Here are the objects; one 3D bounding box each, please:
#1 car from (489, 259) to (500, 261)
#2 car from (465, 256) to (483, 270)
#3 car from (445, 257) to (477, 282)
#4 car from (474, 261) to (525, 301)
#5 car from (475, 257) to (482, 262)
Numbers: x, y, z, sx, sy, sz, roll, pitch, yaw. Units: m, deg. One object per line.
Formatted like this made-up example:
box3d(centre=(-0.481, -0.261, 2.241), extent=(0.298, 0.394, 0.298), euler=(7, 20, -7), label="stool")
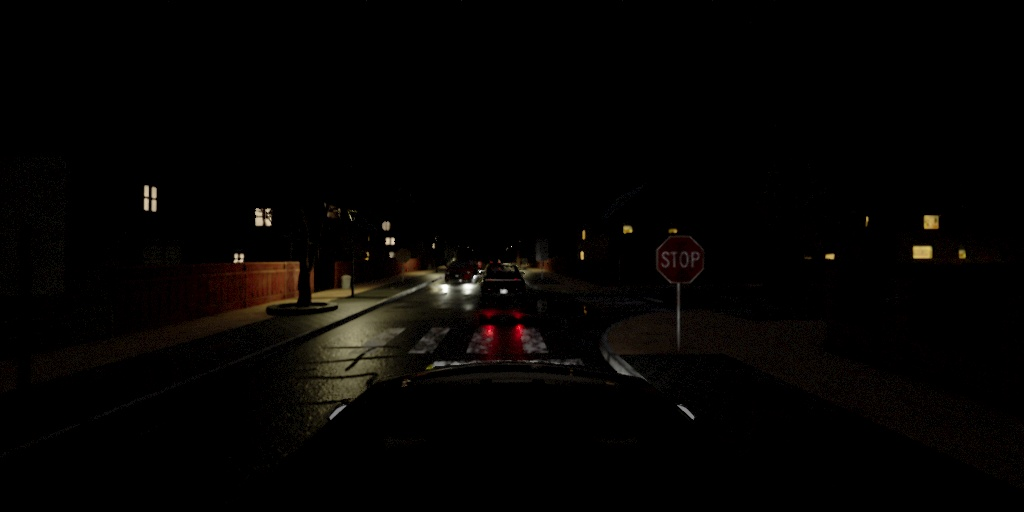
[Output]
box3d(centre=(-2.680, 1.131, 56.569), extent=(1.812, 1.442, 4.674), euler=(0, 0, -3), label="car")
box3d(centre=(-5.056, 0.951, 47.961), extent=(2.097, 1.767, 4.553), euler=(0, 0, -3), label="car")
box3d(centre=(-3.955, 1.100, 27.360), extent=(1.882, 1.535, 5.008), euler=(0, 0, -3), label="car")
box3d(centre=(-0.451, 1.158, 16.552), extent=(2.128, 1.511, 4.902), euler=(0, 0, -3), label="car")
box3d(centre=(-4.480, 1.150, 37.194), extent=(2.033, 1.411, 5.357), euler=(0, 0, -3), label="car")
